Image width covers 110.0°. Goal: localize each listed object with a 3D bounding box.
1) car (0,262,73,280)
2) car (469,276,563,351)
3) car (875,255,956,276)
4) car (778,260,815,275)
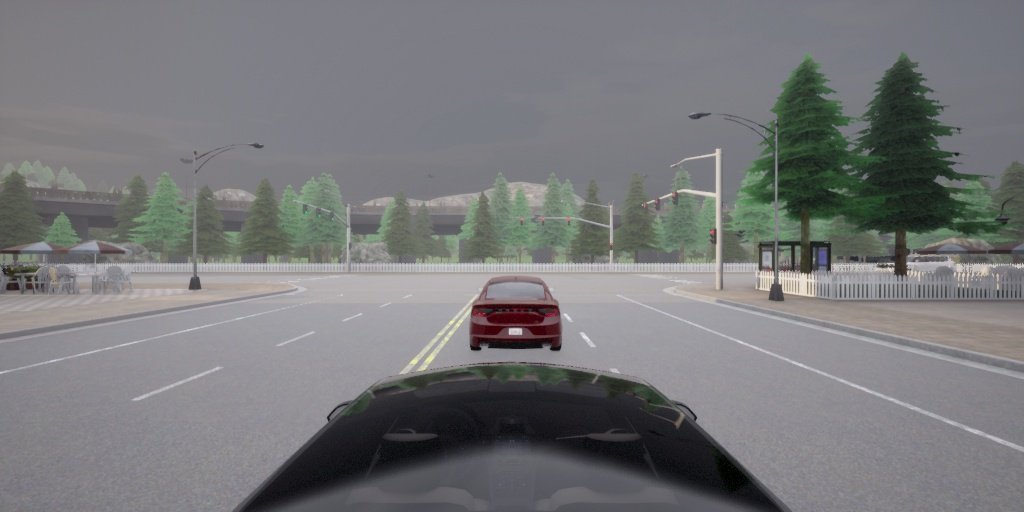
[{"bbox_3d":[-35.185,1.185,26.162,4.902,1.511,2.128,0,0,-3],"label":"car"},{"bbox_3d":[0.100,1.227,9.014,1.882,1.535,5.008,0,0,1],"label":"car"},{"bbox_3d":[36.839,0.915,32.825,5.566,2.045,2.150,0,0,4],"label":"car"},{"bbox_3d":[28.373,1.171,36.571,5.008,1.535,1.882,0,0,1],"label":"car"}]
